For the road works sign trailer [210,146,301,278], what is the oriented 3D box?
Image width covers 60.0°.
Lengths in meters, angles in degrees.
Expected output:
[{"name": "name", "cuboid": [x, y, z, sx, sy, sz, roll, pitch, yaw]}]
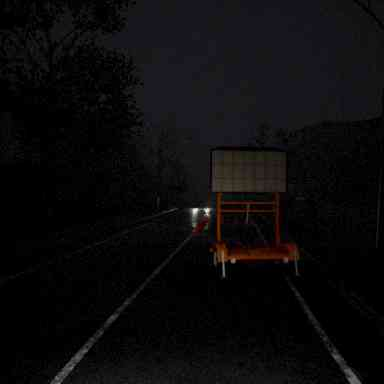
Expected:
[{"name": "road works sign trailer", "cuboid": [1.674, 0.441, 10.163, 2.380, 3.560, 2.880, 1, 0, -7]}]

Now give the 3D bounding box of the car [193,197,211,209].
[{"name": "car", "cuboid": [1.260, 1.314, 42.252, 1.812, 1.442, 4.674, 1, 0, 6]}]
